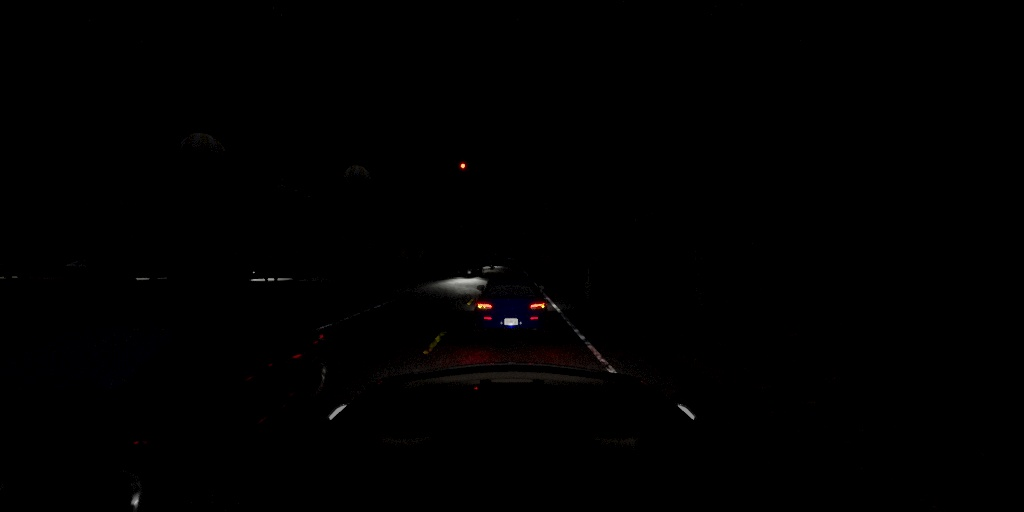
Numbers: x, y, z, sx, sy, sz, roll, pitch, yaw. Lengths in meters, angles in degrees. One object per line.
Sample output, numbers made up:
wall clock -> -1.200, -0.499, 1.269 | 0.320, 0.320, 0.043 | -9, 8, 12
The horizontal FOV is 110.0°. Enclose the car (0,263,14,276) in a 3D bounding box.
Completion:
car -> -42.629, 0.840, 28.245 | 5.008, 1.535, 1.882 | 1, 0, -1

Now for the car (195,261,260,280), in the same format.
car -> -22.458, 1.118, 28.429 | 4.181, 1.385, 1.994 | 1, 0, 0

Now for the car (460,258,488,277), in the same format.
car -> -3.721, 1.192, 33.678 | 2.128, 1.511, 4.902 | 1, 0, 0

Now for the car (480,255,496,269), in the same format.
car -> -3.808, 0.930, 52.131 | 2.150, 2.045, 5.566 | 0, 0, -1

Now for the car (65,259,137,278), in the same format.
car -> -32.595, 0.984, 28.332 | 4.674, 1.442, 1.812 | 1, 0, -1

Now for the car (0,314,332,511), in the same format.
car -> -3.604, 1.314, 3.511 | 1.994, 1.385, 4.181 | 0, 0, 0

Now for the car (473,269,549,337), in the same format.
car -> -0.030, 1.274, 10.165 | 1.812, 1.442, 4.674 | 0, 0, 0
